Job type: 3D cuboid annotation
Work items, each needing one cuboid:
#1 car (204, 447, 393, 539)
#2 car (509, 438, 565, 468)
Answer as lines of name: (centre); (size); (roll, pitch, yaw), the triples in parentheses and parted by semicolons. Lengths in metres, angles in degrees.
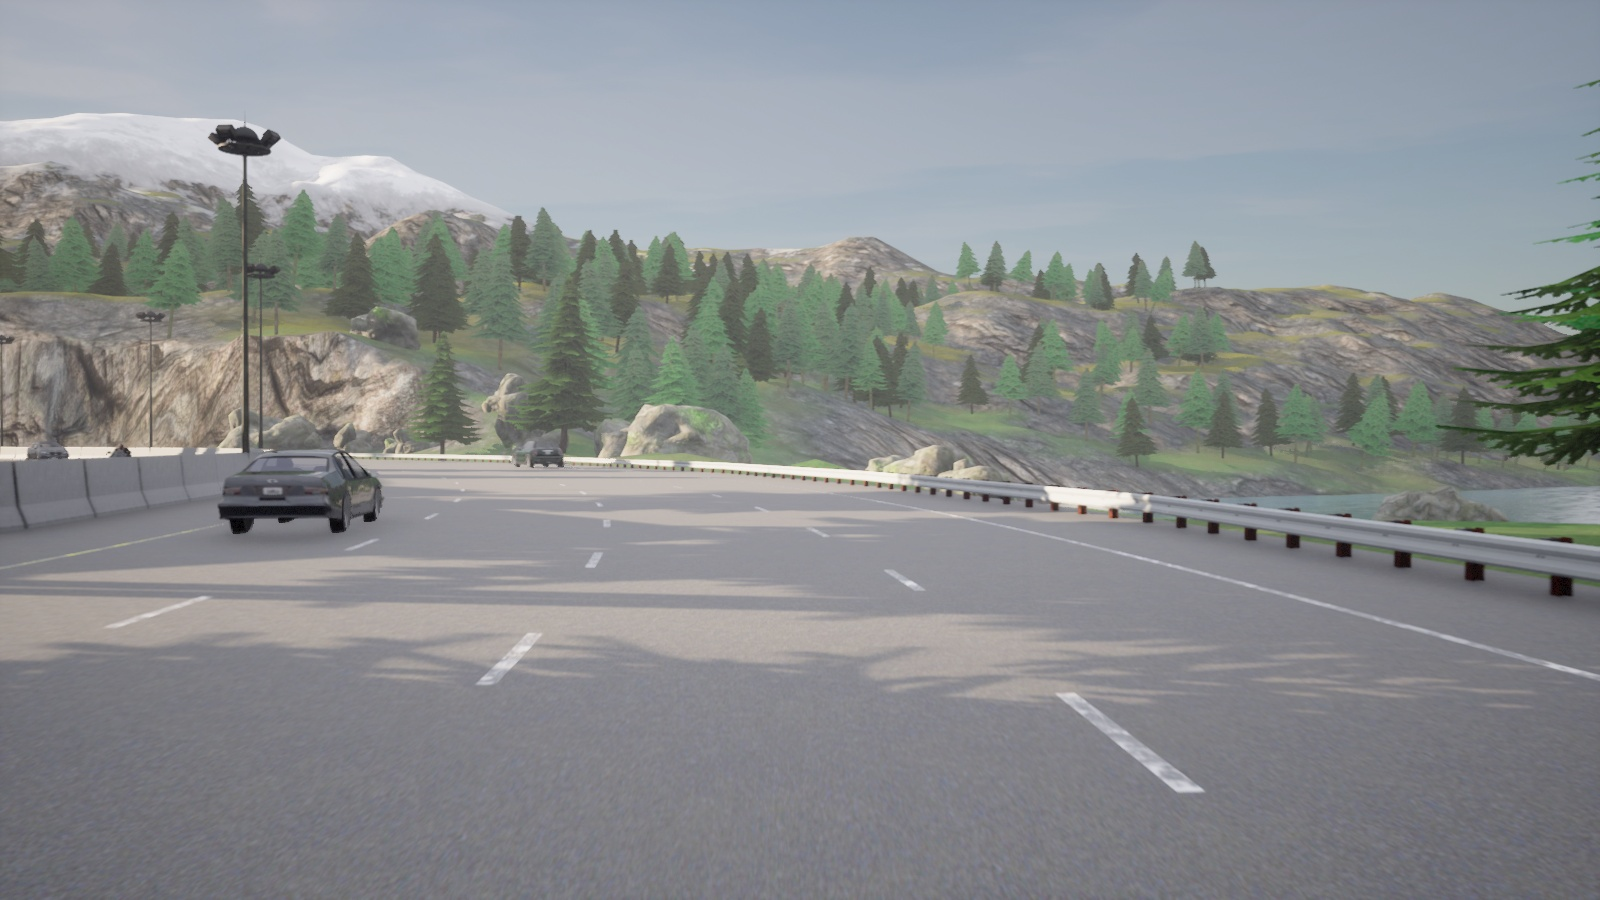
car: (-8.730, 0.661, 22.395); (2.033, 1.411, 5.357); (0, 0, -9)
car: (-16.026, 0.163, 76.381); (2.097, 1.767, 4.553); (0, 0, -28)
